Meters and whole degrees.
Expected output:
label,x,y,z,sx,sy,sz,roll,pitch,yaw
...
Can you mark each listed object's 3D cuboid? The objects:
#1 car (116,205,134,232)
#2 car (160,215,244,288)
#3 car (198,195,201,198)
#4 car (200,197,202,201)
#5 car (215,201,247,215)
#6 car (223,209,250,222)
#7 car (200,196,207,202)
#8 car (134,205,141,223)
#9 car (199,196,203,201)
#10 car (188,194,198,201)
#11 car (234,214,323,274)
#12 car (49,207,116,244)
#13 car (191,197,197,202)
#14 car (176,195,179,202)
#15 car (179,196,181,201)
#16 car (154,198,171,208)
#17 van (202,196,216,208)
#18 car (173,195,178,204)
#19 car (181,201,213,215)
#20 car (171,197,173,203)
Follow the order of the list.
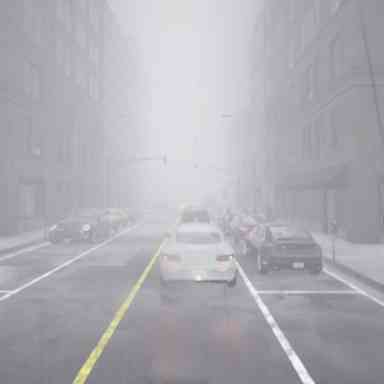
label,x,y,z,sx,sy,sz,roll,pitch,yaw
car,-5.263,1.672,21.472,1.752,1.417,4.829,0,0,0
car,0.153,1.591,9.367,1.812,1.442,4.674,0,-1,0
car,3.141,1.867,82.607,2.192,1.841,5.009,0,0,0
car,3.035,2.026,65.561,1.802,1.307,4.206,0,0,0
car,2.763,1.588,21.602,1.967,1.590,4.097,0,0,0
car,2.729,1.692,16.082,1.802,1.307,4.206,0,0,0
car,3.211,2.061,93.968,1.967,1.590,4.097,0,0,0
car,-5.228,1.736,27.160,2.008,1.369,4.403,0,0,0
car,3.106,2.099,76.924,1.802,1.307,4.206,0,0,0
car,0.514,1.913,84.315,2.097,1.767,4.553,0,0,0
car,2.695,1.624,10.563,2.008,1.369,4.403,0,0,0
car,-5.296,1.550,16.125,1.967,1.590,4.097,0,0,0
car,0.576,2.160,94.376,1.895,1.301,4.718,0,0,0
car,-4.884,2.117,82.649,1.947,1.339,4.313,0,0,0
car,-4.814,2.186,94.012,1.947,1.339,4.313,0,0,0
car,-5.060,1.918,54.240,2.008,1.369,4.403,0,0,0
van,2.965,1.709,54.201,1.690,1.788,3.998,0,0,0
car,-4.920,2.041,76.797,1.752,1.417,4.829,0,0,0
car,0.242,1.641,23.876,1.882,1.535,5.008,0,0,0
car,-5.025,1.950,59.922,1.887,1.381,4.507,0,0,0
